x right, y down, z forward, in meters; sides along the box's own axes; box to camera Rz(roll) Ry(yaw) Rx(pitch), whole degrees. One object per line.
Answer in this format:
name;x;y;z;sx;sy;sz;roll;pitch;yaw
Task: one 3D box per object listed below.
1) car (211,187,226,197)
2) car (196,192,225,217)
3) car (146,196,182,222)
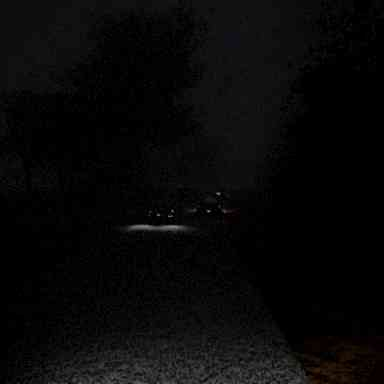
car;3.398;0.111;42.708;2.033;1.411;5.357;1;3;7
car;1.343;1.010;24.812;1.812;1.442;4.674;0;3;5
car;-1.791;1.053;22.339;1.837;1.490;4.892;2;2;5
